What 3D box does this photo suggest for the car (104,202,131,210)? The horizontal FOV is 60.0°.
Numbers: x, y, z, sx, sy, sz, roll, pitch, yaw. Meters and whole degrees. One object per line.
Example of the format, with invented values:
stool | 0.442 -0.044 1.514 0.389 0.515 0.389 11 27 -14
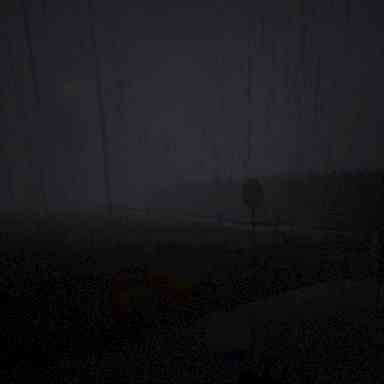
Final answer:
car | -8.738 1.860 38.625 1.895 1.301 4.718 0 0 -35
